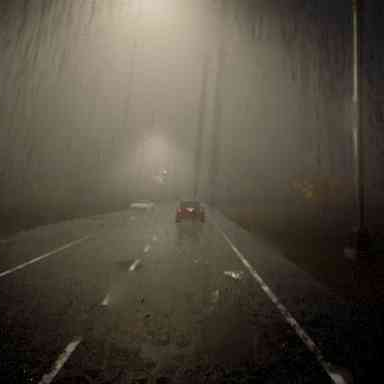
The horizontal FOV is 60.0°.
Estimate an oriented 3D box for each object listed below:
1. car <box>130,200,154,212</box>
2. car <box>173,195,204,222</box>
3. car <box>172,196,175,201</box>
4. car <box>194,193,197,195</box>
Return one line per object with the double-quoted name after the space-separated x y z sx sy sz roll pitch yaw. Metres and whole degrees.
-6.039 1.662 40.701 1.895 1.301 4.718 0 0 7 "car"
-0.133 1.374 26.395 2.097 1.767 4.553 0 0 0 "car"
-3.930 1.602 81.322 1.895 1.301 4.718 0 0 0 "car"
-0.425 1.510 80.149 2.128 1.511 4.902 0 0 0 "car"
